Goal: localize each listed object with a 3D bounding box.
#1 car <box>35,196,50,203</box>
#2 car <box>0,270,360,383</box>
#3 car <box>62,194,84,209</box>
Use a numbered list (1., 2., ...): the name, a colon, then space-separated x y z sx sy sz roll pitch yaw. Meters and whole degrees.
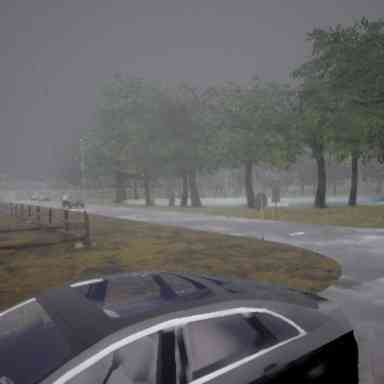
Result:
1. car: -35.726 1.741 80.320 1.837 1.490 4.892 -3 1 -35
2. car: -0.696 1.490 2.453 4.902 1.511 2.128 0 0 -36
3. car: -18.060 1.399 50.405 2.150 2.045 5.566 -3 2 -35
